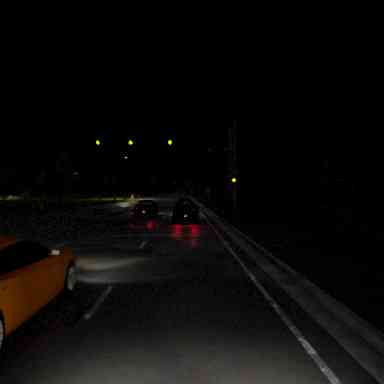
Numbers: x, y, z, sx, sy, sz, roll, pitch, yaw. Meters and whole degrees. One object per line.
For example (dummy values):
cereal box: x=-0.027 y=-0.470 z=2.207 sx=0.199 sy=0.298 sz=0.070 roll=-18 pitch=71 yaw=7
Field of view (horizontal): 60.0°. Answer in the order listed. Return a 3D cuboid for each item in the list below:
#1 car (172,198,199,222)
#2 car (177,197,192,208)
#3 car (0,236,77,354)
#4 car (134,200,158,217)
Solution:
car: x=-0.494 y=1.424 z=25.277 sx=2.128 sy=1.511 sz=4.902 roll=0 pitch=0 yaw=-1
car: x=-0.991 y=1.440 z=45.771 sx=1.994 sy=1.385 sz=4.181 roll=0 pitch=0 yaw=-1
car: x=-3.513 y=1.477 z=5.644 sx=1.882 sy=1.535 sz=5.008 roll=0 pitch=0 yaw=-1
car: x=-4.111 y=1.459 z=30.158 sx=1.812 sy=1.442 sz=4.674 roll=0 pitch=0 yaw=-1
